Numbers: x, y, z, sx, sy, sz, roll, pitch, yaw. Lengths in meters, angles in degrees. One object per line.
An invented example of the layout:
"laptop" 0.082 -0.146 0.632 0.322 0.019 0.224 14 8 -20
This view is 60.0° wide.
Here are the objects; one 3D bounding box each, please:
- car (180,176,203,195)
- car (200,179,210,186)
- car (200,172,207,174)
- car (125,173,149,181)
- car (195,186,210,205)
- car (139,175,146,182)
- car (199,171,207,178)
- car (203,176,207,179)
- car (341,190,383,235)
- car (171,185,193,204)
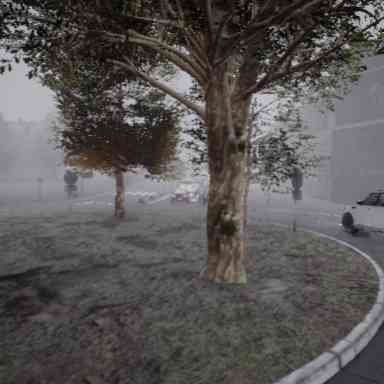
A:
"car" -0.290 -0.751 44.221 2.150 2.045 5.566 1 6 8
"car" 2.685 -0.436 43.861 2.128 1.511 4.902 1 6 8
"car" 2.314 -3.194 71.906 1.882 1.535 5.008 1 5 2
"car" -11.646 -3.149 70.462 4.892 1.521 2.231 -2 6 -16
"car" 1.784 0.468 33.397 1.837 1.490 4.892 0 3 -5
"car" -11.858 -2.830 67.520 4.792 1.488 2.163 -2 6 -16
"car" 2.687 -4.273 82.229 1.812 1.442 4.674 1 5 0
"car" 1.105 -1.637 56.054 2.128 1.511 4.902 1 6 6
"car" 8.097 0.934 13.135 2.150 2.045 5.566 1 2 -2
"car" -1.164 0.380 34.767 1.812 1.442 4.674 0 4 1
